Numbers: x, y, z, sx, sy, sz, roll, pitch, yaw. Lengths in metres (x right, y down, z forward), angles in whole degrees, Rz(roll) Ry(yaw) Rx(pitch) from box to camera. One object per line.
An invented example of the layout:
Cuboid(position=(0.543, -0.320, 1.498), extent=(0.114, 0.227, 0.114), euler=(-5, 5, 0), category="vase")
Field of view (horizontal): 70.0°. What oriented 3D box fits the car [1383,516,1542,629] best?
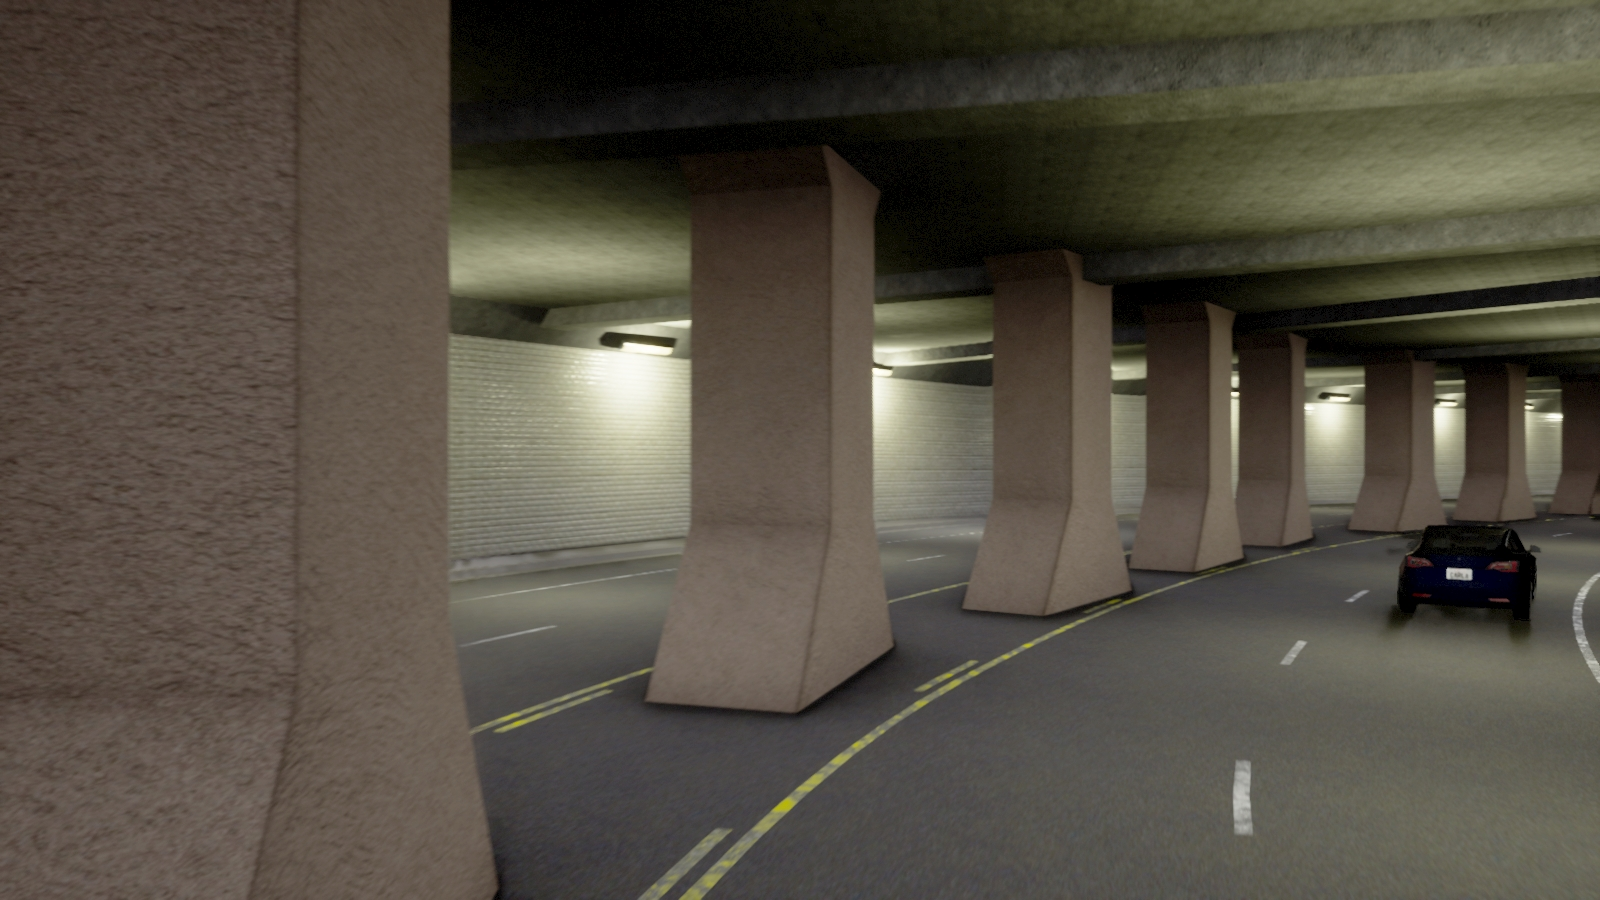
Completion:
Cuboid(position=(12.045, 2.075, 20.606), extent=(2.163, 1.488, 4.792), euler=(0, 0, 34), category="car")
